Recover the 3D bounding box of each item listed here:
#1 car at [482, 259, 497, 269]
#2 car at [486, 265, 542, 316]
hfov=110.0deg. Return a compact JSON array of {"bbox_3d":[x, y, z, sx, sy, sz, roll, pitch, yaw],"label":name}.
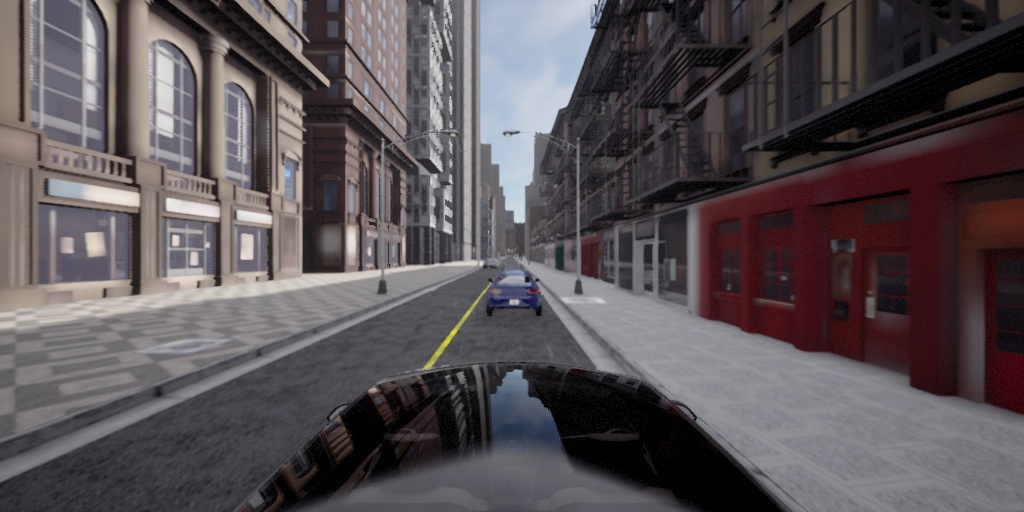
[{"bbox_3d":[-3.089,1.129,50.478,2.033,1.411,5.357,0,0,0],"label":"car"},{"bbox_3d":[0.066,1.233,13.149,1.812,1.442,4.674,0,0,0],"label":"car"}]
